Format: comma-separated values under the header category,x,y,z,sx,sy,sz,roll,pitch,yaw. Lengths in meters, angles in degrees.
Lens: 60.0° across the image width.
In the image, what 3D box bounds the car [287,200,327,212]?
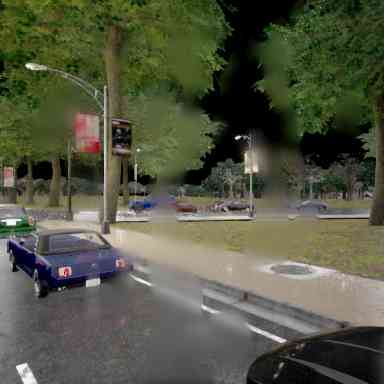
category,x,y,z,sx,sy,sz,roll,pitch,yaw
car,15.230,1.775,43.283,4.674,1.442,1.812,0,0,-14

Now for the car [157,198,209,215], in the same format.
category,x,y,z,sx,sy,sz,roll,pitch,yaw
car,-0.987,1.671,35.518,4.674,1.442,1.812,0,0,-15

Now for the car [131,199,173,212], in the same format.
category,x,y,z,sx,sy,sz,roll,pitch,yaw
car,-4.971,1.623,41.405,4.902,1.511,2.128,0,0,-14

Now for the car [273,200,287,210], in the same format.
category,x,y,z,sx,sy,sz,roll,pitch,yaw
car,13.443,1.806,46.178,4.181,1.385,1.994,0,0,-15

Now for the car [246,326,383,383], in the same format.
category,x,y,z,sx,sy,sz,roll,pitch,yaw
car,2.368,1.478,1.232,1.882,1.535,5.008,0,0,-38

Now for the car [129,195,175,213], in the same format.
category,x,y,z,sx,sy,sz,roll,pitch,yaw
car,-4.446,1.352,38.186,5.566,2.045,2.150,0,0,-15

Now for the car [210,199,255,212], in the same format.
category,x,y,z,sx,sy,sz,roll,pitch,yaw
car,5.235,1.678,40.696,4.902,1.511,2.128,0,0,-14

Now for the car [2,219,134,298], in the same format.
category,x,y,z,sx,sy,sz,roll,pitch,yaw
car,-3.428,1.601,8.687,1.895,1.301,4.718,0,0,-38

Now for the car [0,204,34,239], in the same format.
category,x,y,z,sx,sy,sz,roll,pitch,yaw
car,-8.960,1.352,15.811,2.097,1.767,4.553,0,0,-38
